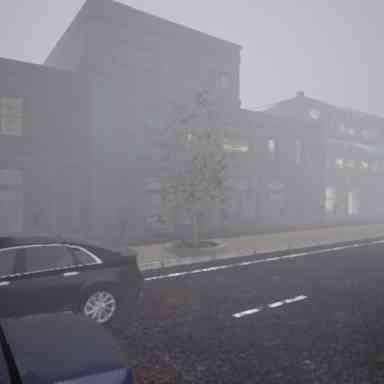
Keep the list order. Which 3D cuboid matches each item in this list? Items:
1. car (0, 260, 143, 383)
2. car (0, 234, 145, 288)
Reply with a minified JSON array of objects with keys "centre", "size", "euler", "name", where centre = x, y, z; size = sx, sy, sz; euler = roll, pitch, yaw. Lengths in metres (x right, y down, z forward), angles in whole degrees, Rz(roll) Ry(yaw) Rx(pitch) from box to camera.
[{"centre":[-2.871,1.534,1.639],"size":[5.357,1.411,2.033],"euler":[1,0,-35],"name":"car"},{"centre":[-3.166,1.509,5.419],"size":[4.892,1.490,1.837],"euler":[1,0,-36],"name":"car"}]
